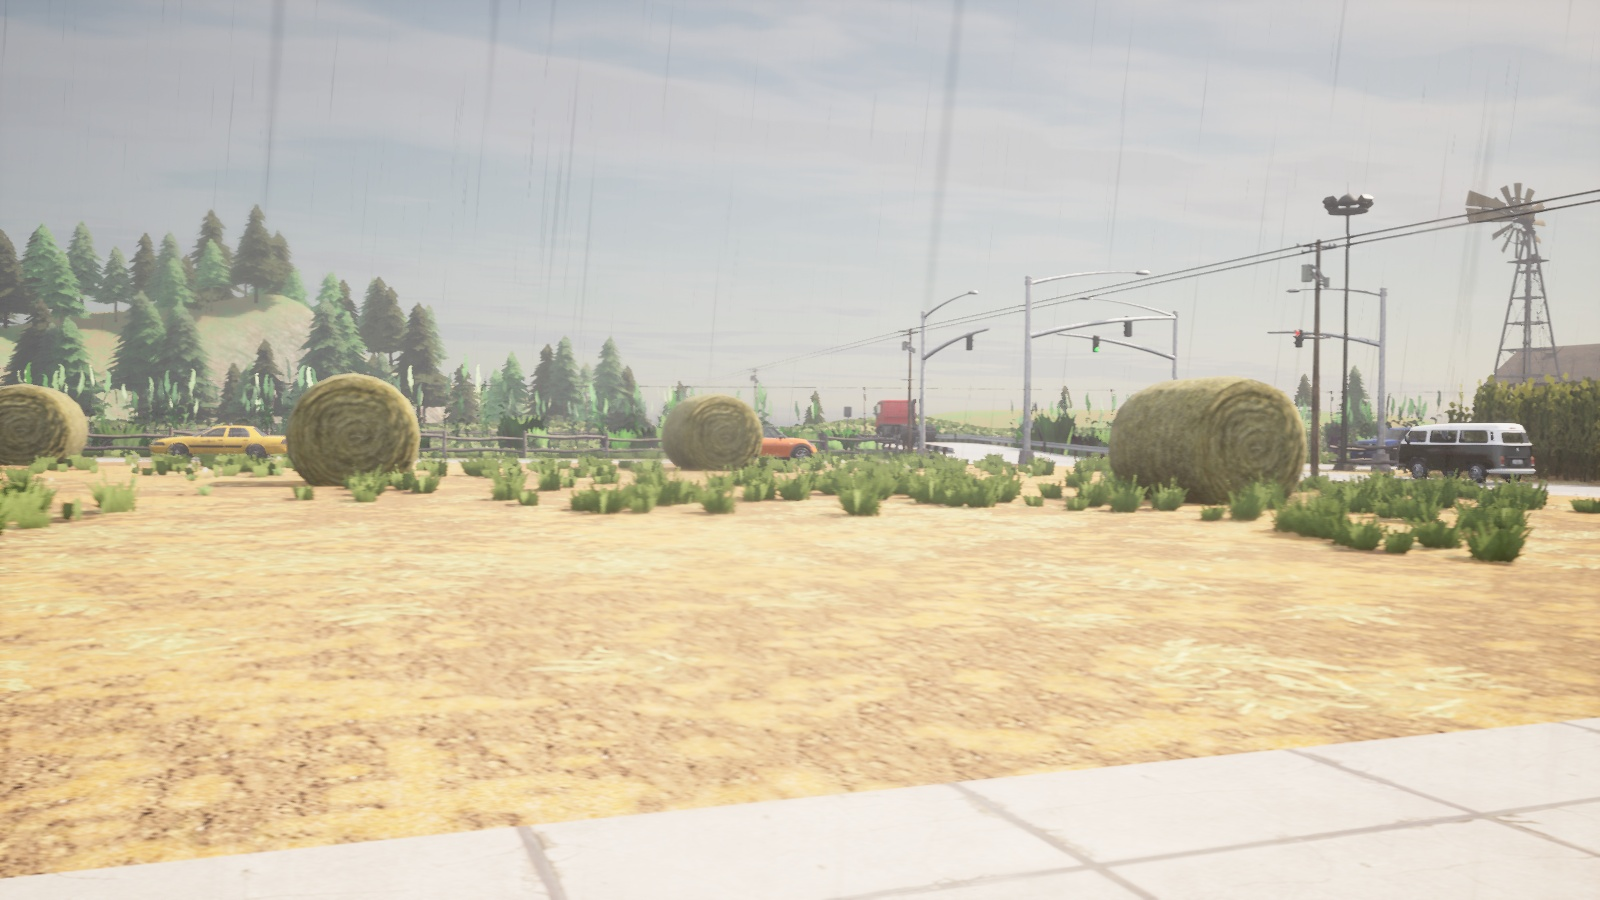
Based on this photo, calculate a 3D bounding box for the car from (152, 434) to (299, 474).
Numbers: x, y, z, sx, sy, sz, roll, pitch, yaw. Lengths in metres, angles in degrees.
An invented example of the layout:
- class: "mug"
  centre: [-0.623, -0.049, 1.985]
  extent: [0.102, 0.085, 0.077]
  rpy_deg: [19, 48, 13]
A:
- class: "car"
  centre: [-23.886, 0.135, 52.399]
  extent: [5.366, 1.575, 1.801]
  rpy_deg: [-1, 1, -17]

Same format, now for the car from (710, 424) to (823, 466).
- class: "car"
  centre: [-1.494, -0.240, 55.570]
  extent: [4.553, 1.767, 2.097]
  rpy_deg: [-1, 1, -17]

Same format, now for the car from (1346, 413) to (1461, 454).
- class: "car"
  centre: [31.676, -0.874, 65.939]
  extent: [5.566, 2.045, 2.150]
  rpy_deg: [-1, 1, -20]

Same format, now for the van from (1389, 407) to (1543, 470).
- class: "van"
  centre: [23.079, -0.413, 43.709]
  extent: [2.069, 2.038, 4.480]
  rpy_deg: [-1, 1, -20]

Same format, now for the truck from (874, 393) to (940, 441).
- class: "truck"
  centre: [8.150, -2.498, 96.922]
  extent: [2.891, 3.462, 7.936]
  rpy_deg: [-1, 0, -12]
